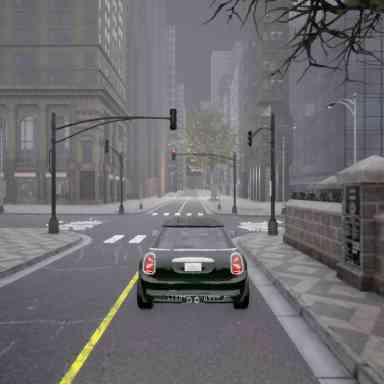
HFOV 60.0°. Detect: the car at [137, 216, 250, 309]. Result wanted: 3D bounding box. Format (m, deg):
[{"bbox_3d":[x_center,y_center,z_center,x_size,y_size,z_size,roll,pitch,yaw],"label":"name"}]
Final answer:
[{"bbox_3d":[0.034,1.352,8.041,2.097,1.767,4.553,0,0,0],"label":"car"}]
